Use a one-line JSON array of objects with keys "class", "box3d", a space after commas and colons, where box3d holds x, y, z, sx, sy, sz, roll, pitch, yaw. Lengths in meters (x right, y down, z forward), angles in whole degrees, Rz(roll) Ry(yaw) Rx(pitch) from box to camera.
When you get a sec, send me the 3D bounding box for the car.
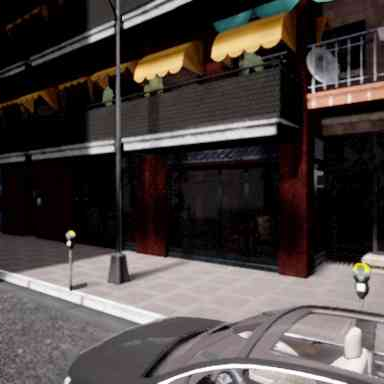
[{"class": "car", "box3d": [0.840, 1.550, 2.273, 4.403, 1.369, 2.008, 0, 0, 36]}]
